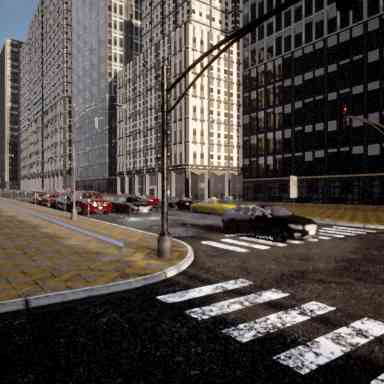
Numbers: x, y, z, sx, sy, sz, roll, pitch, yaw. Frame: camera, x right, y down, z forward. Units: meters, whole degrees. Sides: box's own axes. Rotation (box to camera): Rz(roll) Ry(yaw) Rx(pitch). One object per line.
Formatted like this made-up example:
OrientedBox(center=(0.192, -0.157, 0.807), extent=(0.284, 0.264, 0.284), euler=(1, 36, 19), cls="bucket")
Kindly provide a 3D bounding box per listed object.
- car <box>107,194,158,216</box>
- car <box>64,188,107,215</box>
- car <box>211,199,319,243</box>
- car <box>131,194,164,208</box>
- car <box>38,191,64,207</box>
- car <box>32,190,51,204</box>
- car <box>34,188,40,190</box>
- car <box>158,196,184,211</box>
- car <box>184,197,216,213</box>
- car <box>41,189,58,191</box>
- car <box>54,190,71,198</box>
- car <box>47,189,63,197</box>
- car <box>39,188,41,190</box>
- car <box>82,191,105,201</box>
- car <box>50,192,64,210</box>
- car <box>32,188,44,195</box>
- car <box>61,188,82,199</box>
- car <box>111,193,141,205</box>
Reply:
OrientedBox(center=(-4.868, 1.090, 26.729), extent=(1.812, 1.442, 4.674), euler=(0, 1, -36), cls="car")
OrientedBox(center=(-8.398, 0.841, 27.195), extent=(2.192, 1.841, 5.009), euler=(1, 0, -36), cls="car")
OrientedBox(center=(3.410, 1.319, 15.384), extent=(2.128, 1.511, 4.902), euler=(0, 1, -36), cls="car")
OrientedBox(center=(-4.955, 0.977, 36.683), extent=(1.802, 1.307, 4.206), euler=(1, 0, -36), cls="car")
OrientedBox(center=(-15.030, 0.861, 36.273), extent=(1.887, 1.381, 4.507), euler=(1, 0, -36), cls="car")
OrientedBox(center=(-18.344, 0.793, 40.811), extent=(1.802, 1.307, 4.206), euler=(1, 0, -36), cls="car")
OrientedBox(center=(-34.776, -0.105, 77.531), extent=(1.967, 1.590, 4.097), euler=(1, 0, -36), cls="car")
OrientedBox(center=(-1.641, 1.066, 32.145), extent=(1.947, 1.339, 4.313), euler=(1, 0, -36), cls="car")
OrientedBox(center=(1.642, 1.127, 27.798), extent=(1.752, 1.417, 4.829), euler=(1, 0, -36), cls="car")
OrientedBox(center=(-25.114, 0.380, 59.855), extent=(2.033, 1.411, 5.357), euler=(0, 1, -34), cls="car")
OrientedBox(center=(-24.937, 0.289, 64.053), extent=(1.752, 1.417, 4.829), euler=(1, 0, -36), cls="car")
OrientedBox(center=(-28.151, 0.214, 68.454), extent=(2.008, 1.369, 4.403), euler=(1, 0, -36), cls="car")
OrientedBox(center=(-31.465, 0.104, 72.993), extent=(1.887, 1.381, 4.507), euler=(1, 0, -36), cls="car")
OrientedBox(center=(-14.896, 0.646, 50.300), extent=(1.947, 1.339, 4.313), euler=(1, 0, -36), cls="car")
OrientedBox(center=(-11.717, 0.987, 31.735), extent=(1.947, 1.339, 4.313), euler=(1, 0, -36), cls="car")
OrientedBox(center=(-38.089, -0.208, 82.070), extent=(1.967, 1.590, 4.097), euler=(1, 0, -36), cls="car")
OrientedBox(center=(-21.518, 0.186, 59.375), extent=(2.192, 1.841, 5.009), euler=(1, 0, -36), cls="car")
OrientedBox(center=(-8.269, 0.856, 41.222), extent=(1.947, 1.339, 4.313), euler=(1, 0, -36), cls="car")
